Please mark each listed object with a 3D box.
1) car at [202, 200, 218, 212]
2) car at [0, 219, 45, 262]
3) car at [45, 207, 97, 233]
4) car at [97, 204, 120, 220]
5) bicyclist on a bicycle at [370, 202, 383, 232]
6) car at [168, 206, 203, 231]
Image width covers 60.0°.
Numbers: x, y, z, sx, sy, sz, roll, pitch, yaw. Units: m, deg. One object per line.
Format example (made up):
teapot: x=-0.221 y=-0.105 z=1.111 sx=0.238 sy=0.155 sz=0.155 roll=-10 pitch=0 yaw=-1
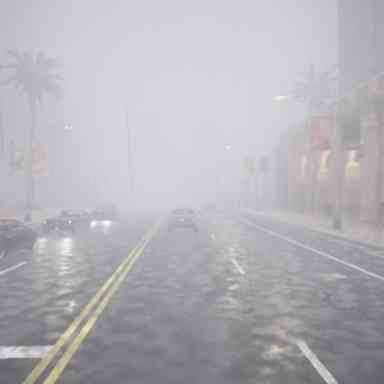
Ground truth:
car: x=2.292 y=1.809 z=44.062 sx=1.812 sy=1.442 sz=4.674 roll=-1 pitch=-1 yaw=-1
car: x=-7.513 y=1.715 z=12.482 sx=1.994 sy=1.385 sz=4.181 roll=0 pitch=0 yaw=-2
car: x=-7.818 y=1.815 z=21.286 sx=1.895 sy=1.301 sz=4.718 roll=0 pitch=0 yaw=-2
car: x=-8.079 y=1.848 z=31.208 sx=1.994 sy=1.385 sz=4.181 roll=0 pitch=0 yaw=-1
bicyclist on a bicycle: x=10.272 y=1.334 z=17.679 sx=1.656 sy=1.620 sz=0.582 roll=-1 pitch=0 yaw=-2
car: x=-0.629 y=1.702 z=21.693 sx=2.033 sy=1.411 sz=5.357 roll=0 pitch=0 yaw=-2
